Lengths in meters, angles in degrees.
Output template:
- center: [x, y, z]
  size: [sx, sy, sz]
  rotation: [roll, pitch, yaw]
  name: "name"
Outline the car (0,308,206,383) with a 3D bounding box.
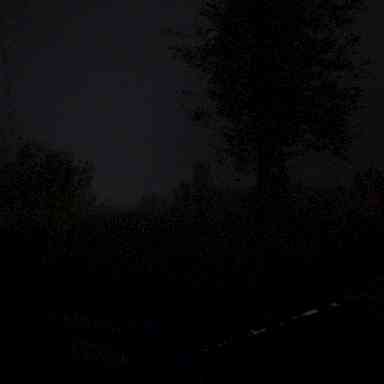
- center: [-1.967, 1.525, 1.668]
  size: [4.674, 1.442, 1.812]
  rotation: [0, 0, -35]
  name: "car"
